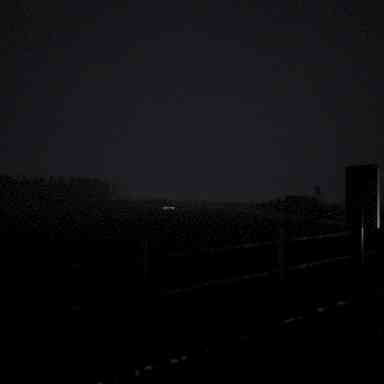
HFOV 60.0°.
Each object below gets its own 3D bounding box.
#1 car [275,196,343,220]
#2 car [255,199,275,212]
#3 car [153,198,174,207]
[{"bbox_3d":[10.734,1.357,30.275,2.150,2.045,5.566,0,0,-35],"label":"car"},{"bbox_3d":[9.429,1.597,38.473,2.128,1.511,4.902,0,0,-35],"label":"car"},{"bbox_3d":[-4.611,1.630,51.867,1.994,1.385,4.181,0,0,-35],"label":"car"}]
